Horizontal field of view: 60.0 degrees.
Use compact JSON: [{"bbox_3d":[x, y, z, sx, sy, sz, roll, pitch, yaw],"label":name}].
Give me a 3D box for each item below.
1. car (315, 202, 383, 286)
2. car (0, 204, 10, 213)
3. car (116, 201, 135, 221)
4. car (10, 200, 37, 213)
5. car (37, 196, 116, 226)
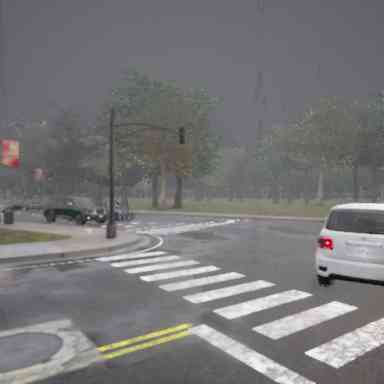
[{"bbox_3d":[4.938,1.303,9.057,2.150,2.045,5.566,1,0,32],"label":"car"},{"bbox_3d":[-23.249,1.645,37.884,4.674,1.442,1.812,0,-1,32],"label":"car"},{"bbox_3d":[-6.848,1.483,27.501,4.553,1.767,2.097,0,-1,32],"label":"car"},{"bbox_3d":[-20.118,1.649,39.972,4.902,1.511,2.128,0,-1,32],"label":"car"},{"bbox_3d":[-8.702,1.311,24.827,5.566,2.045,2.150,1,0,32],"label":"car"}]
